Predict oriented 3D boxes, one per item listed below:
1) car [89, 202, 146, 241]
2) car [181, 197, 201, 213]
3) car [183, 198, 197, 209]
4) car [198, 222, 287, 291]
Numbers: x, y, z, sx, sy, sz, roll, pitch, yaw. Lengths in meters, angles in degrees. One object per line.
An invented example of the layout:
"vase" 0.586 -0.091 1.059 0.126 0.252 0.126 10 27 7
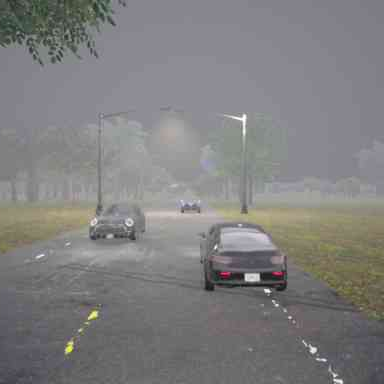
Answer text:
"car" -3.588 1.350 16.724 2.097 1.767 4.553 0 0 0
"car" -0.127 1.371 37.334 2.097 1.767 4.553 0 0 0
"car" -0.243 1.599 46.999 1.994 1.385 4.181 0 0 1
"car" 1.178 1.523 8.871 1.812 1.442 4.674 0 0 0
